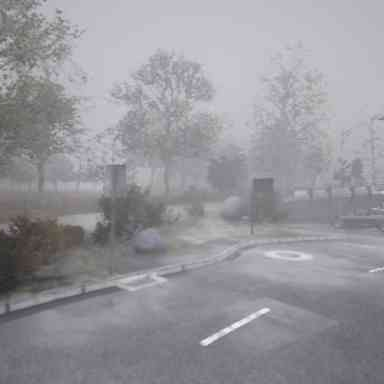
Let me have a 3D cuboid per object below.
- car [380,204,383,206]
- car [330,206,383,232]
[{"bbox_3d":[14.763,1.661,23.985,2.435,2.045,5.566,2,-1,-44],"label":"car"},{"bbox_3d":[11.998,1.860,22.744,2.163,1.488,4.792,2,-1,-44],"label":"car"}]
